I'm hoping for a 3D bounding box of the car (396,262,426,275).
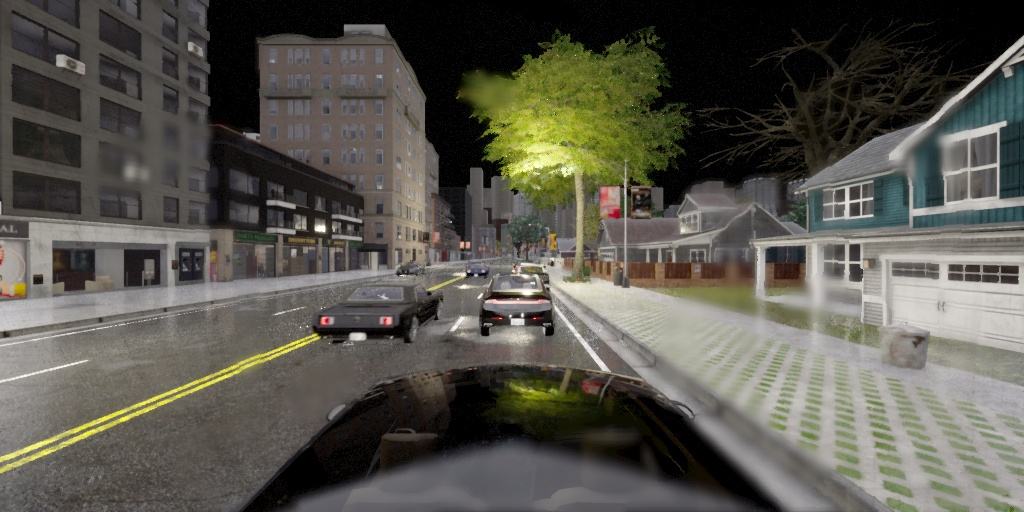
[{"bbox_3d":[-9.729,1.290,34.759,1.994,1.385,4.181,0,0,0],"label":"car"}]

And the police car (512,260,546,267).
[{"bbox_3d":[1.044,1.165,20.583,1.930,1.638,5.238,0,0,0],"label":"police car"}]

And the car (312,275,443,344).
[{"bbox_3d":[-3.123,1.348,9.523,1.895,1.301,4.718,0,0,0],"label":"car"}]

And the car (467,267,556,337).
[{"bbox_3d":[0.130,1.239,10.333,2.128,1.511,4.902,0,0,0],"label":"car"}]

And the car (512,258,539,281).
[{"bbox_3d":[1.080,1.082,30.443,2.097,1.767,4.553,0,0,0],"label":"car"}]

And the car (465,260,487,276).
[{"bbox_3d":[-3.036,1.329,32.734,1.895,1.301,4.718,0,0,0],"label":"car"}]
